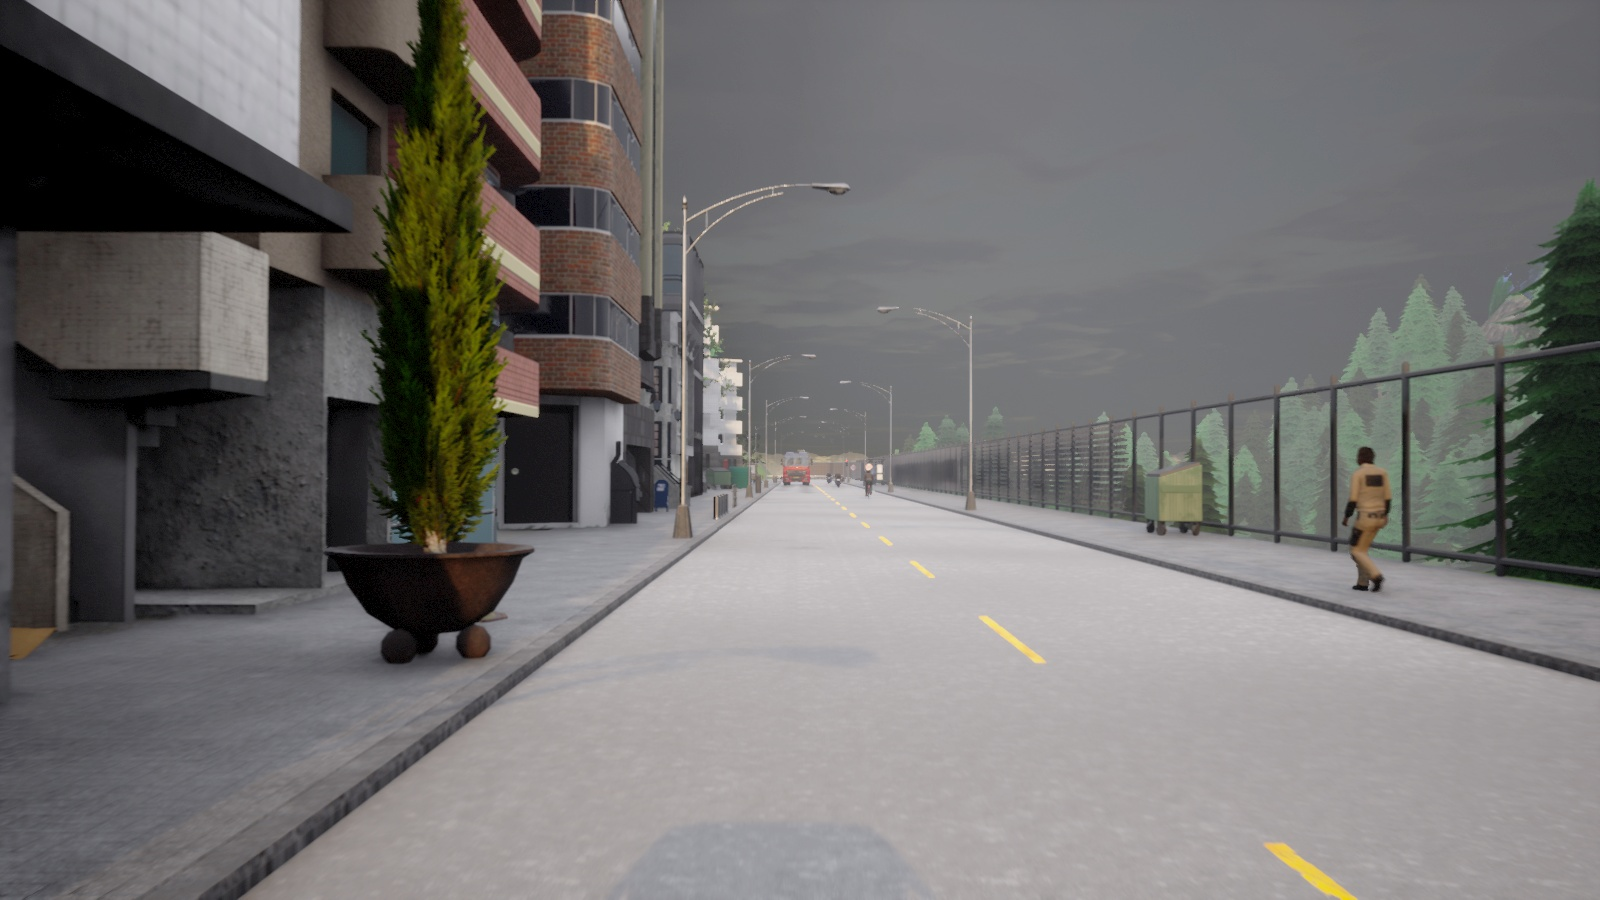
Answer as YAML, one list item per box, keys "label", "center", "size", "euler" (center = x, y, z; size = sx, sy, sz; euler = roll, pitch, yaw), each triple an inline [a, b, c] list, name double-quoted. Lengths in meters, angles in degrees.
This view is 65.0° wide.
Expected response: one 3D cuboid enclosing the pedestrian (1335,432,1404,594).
- label: "pedestrian"
  center: [6.929, 0.753, 15.293]
  size: [0.396, 1.930, 0.692]
  euler: [0, -1, -15]
